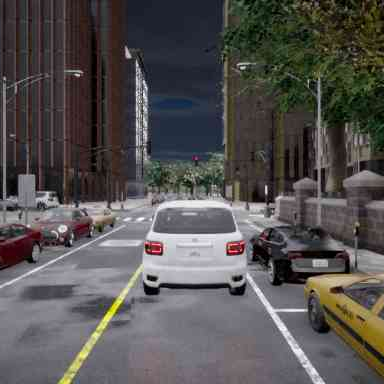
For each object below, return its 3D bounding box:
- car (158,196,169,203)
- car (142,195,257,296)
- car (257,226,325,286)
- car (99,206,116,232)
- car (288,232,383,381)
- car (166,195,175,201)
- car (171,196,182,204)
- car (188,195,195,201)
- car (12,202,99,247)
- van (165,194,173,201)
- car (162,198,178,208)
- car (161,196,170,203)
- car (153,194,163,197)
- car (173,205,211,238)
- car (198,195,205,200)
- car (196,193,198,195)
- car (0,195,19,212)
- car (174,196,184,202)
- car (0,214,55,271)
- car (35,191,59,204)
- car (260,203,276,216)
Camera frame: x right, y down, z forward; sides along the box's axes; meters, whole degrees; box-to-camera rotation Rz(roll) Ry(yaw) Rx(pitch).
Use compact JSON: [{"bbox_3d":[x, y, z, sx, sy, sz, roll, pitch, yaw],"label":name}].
[{"bbox_3d":[-5.802,1.602,68.418,1.802,1.307,4.206,0,0,0],"label":"car"},{"bbox_3d":[0.061,1.222,8.819,2.150,2.045,5.566,0,0,0],"label":"car"},{"bbox_3d":[2.756,1.566,9.228,1.947,1.339,4.313,0,0,0],"label":"car"},{"bbox_3d":[-5.776,1.527,19.965,1.752,1.417,4.829,0,0,0],"label":"car"},{"bbox_3d":[2.758,1.525,3.941,1.752,1.417,4.829,0,0,0],"label":"car"},{"bbox_3d":[-5.815,1.586,90.169,2.008,1.369,4.403,0,0,0],"label":"car"},{"bbox_3d":[-3.060,1.583,66.976,1.994,1.385,4.181,0,0,1],"label":"car"},{"bbox_3d":[-0.050,1.534,88.581,1.837,1.490,4.892,0,0,0],"label":"car"},{"bbox_3d":[-5.773,1.441,14.679,1.967,1.590,4.097,0,0,0],"label":"car"},{"bbox_3d":[-5.812,1.372,84.731,1.690,1.788,3.998,0,0,0],"label":"van"},{"bbox_3d":[-3.123,1.574,48.106,1.994,1.385,4.181,0,0,0],"label":"car"},{"bbox_3d":[-5.805,1.549,73.686,1.752,1.417,4.829,0,0,0],"label":"car"},{"bbox_3d":[-5.797,1.329,57.543,2.192,1.841,5.009,0,0,0],"label":"car"},{"bbox_3d":[0.013,1.527,18.464,1.812,1.442,4.674,0,0,1],"label":"car"},{"bbox_3d":[2.707,1.565,95.781,1.752,1.417,4.829,0,0,0],"label":"car"},{"bbox_3d":[-0.045,1.551,78.675,1.812,1.442,4.674,0,0,0],"label":"car"},{"bbox_3d":[-19.189,1.203,31.530,5.357,1.411,2.033,1,0,-5],"label":"car"},{"bbox_3d":[-3.044,1.559,77.315,2.033,1.411,5.357,0,0,0],"label":"car"},{"bbox_3d":[-5.770,1.545,9.221,1.887,1.381,4.507,0,0,0],"label":"car"},{"bbox_3d":[-16.873,0.921,34.790,5.566,2.045,2.150,1,0,0],"label":"car"},{"bbox_3d":[9.563,1.726,34.853,4.892,1.490,1.837,1,0,0],"label":"car"}]
